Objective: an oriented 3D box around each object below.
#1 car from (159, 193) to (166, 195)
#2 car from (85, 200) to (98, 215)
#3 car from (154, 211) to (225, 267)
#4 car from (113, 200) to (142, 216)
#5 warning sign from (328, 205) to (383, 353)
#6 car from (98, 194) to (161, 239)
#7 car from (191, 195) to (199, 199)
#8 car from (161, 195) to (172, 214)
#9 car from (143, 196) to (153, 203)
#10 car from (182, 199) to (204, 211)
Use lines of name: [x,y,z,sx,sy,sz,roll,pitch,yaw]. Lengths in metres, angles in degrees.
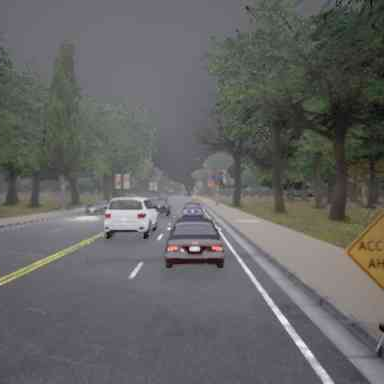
car: [-6.790,1.353,75.748,2.150,2.045,5.566,0,0,0]
car: [-9.912,1.614,35.442,2.128,1.511,4.902,0,0,0]
car: [0.080,1.604,11.560,2.033,1.411,5.357,0,0,0]
car: [-6.665,1.670,35.158,2.033,1.411,5.357,0,0,0]
warning sign: [2.844,1.141,4.822,1.300,1.860,1.060,0,-1,0]
car: [-3.171,1.303,18.150,2.150,2.045,5.566,0,0,0]
car: [0.781,1.602,84.853,1.882,1.535,5.008,0,0,0]
car: [-3.215,1.473,34.256,2.097,1.767,4.553,0,0,0]
car: [-10.043,1.680,76.171,1.994,1.385,4.181,0,0,0]
car: [0.050,1.660,29.494,2.033,1.411,5.357,0,0,0]
